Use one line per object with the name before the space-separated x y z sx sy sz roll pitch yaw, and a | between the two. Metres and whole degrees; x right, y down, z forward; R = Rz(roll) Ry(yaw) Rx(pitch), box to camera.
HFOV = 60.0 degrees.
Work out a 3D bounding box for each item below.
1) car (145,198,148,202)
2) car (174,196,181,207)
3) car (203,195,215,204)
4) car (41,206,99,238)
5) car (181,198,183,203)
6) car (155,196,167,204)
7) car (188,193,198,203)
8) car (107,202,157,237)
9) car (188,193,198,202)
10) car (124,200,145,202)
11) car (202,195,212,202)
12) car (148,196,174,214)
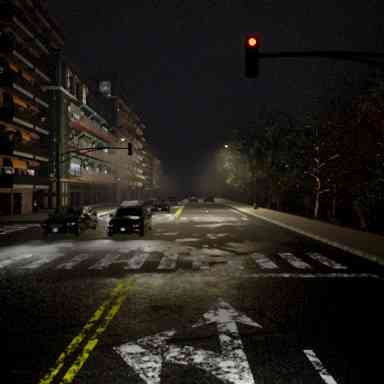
car | -6.429 1.612 51.311 1.895 1.301 4.718 0 0 0
car | -3.175 1.516 52.084 1.837 1.490 4.892 0 0 0
car | 3.464 1.525 66.049 1.837 1.490 4.892 0 0 0
car | -6.556 1.557 18.402 2.128 1.511 4.902 -1 0 0
car | -3.028 1.532 68.462 1.812 1.442 4.674 0 0 0
car | -6.287 1.517 68.015 2.128 1.511 4.902 0 0 0
car | 0.316 1.512 66.466 2.128 1.511 4.902 0 0 0
car | -3.299 1.547 18.317 1.837 1.490 4.892 0 0 0
car | 0.249 1.253 76.556 2.150 2.045 5.566 0 0 0
car | -6.493 1.605 34.831 1.895 1.301 4.718 0 0 0
car | 3.498 1.498 76.468 2.033 1.411 5.357 0 0 0
car | -3.233 1.509 35.548 1.837 1.490 4.892 0 0 0
